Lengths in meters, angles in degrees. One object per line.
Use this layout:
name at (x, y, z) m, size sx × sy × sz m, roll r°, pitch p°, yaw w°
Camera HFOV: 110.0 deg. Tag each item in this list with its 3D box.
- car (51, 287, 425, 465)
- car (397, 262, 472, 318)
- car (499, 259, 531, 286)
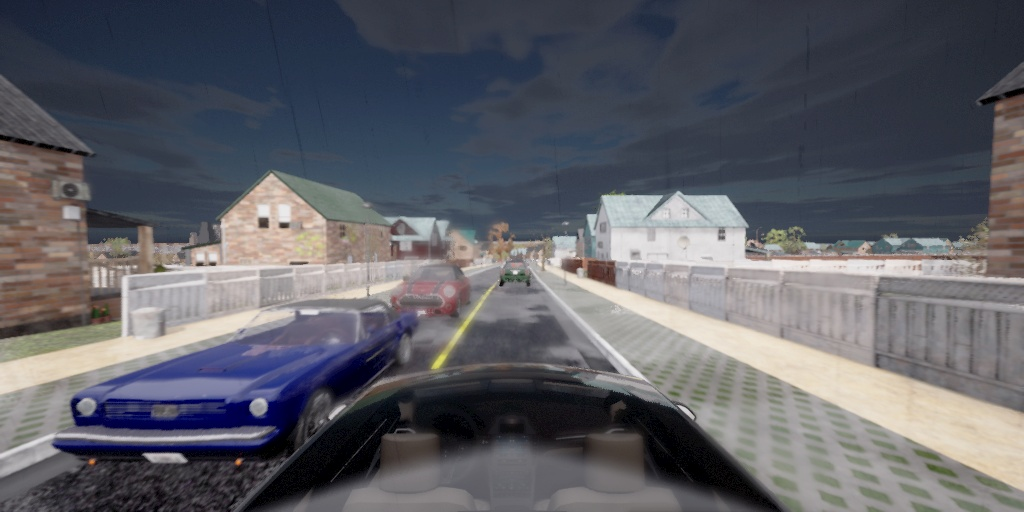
car at (-2.833, 1.345, 5.142) m, size 1.895 × 1.301 × 4.718 m, roll 0°, pitch 0°, yaw 0°
car at (-2.709, 1.091, 12.939) m, size 2.097 × 1.767 × 4.553 m, roll 0°, pitch 0°, yaw 0°
car at (0.253, 1.099, 25.364) m, size 2.097 × 1.767 × 4.553 m, roll 0°, pitch 0°, yaw 1°
